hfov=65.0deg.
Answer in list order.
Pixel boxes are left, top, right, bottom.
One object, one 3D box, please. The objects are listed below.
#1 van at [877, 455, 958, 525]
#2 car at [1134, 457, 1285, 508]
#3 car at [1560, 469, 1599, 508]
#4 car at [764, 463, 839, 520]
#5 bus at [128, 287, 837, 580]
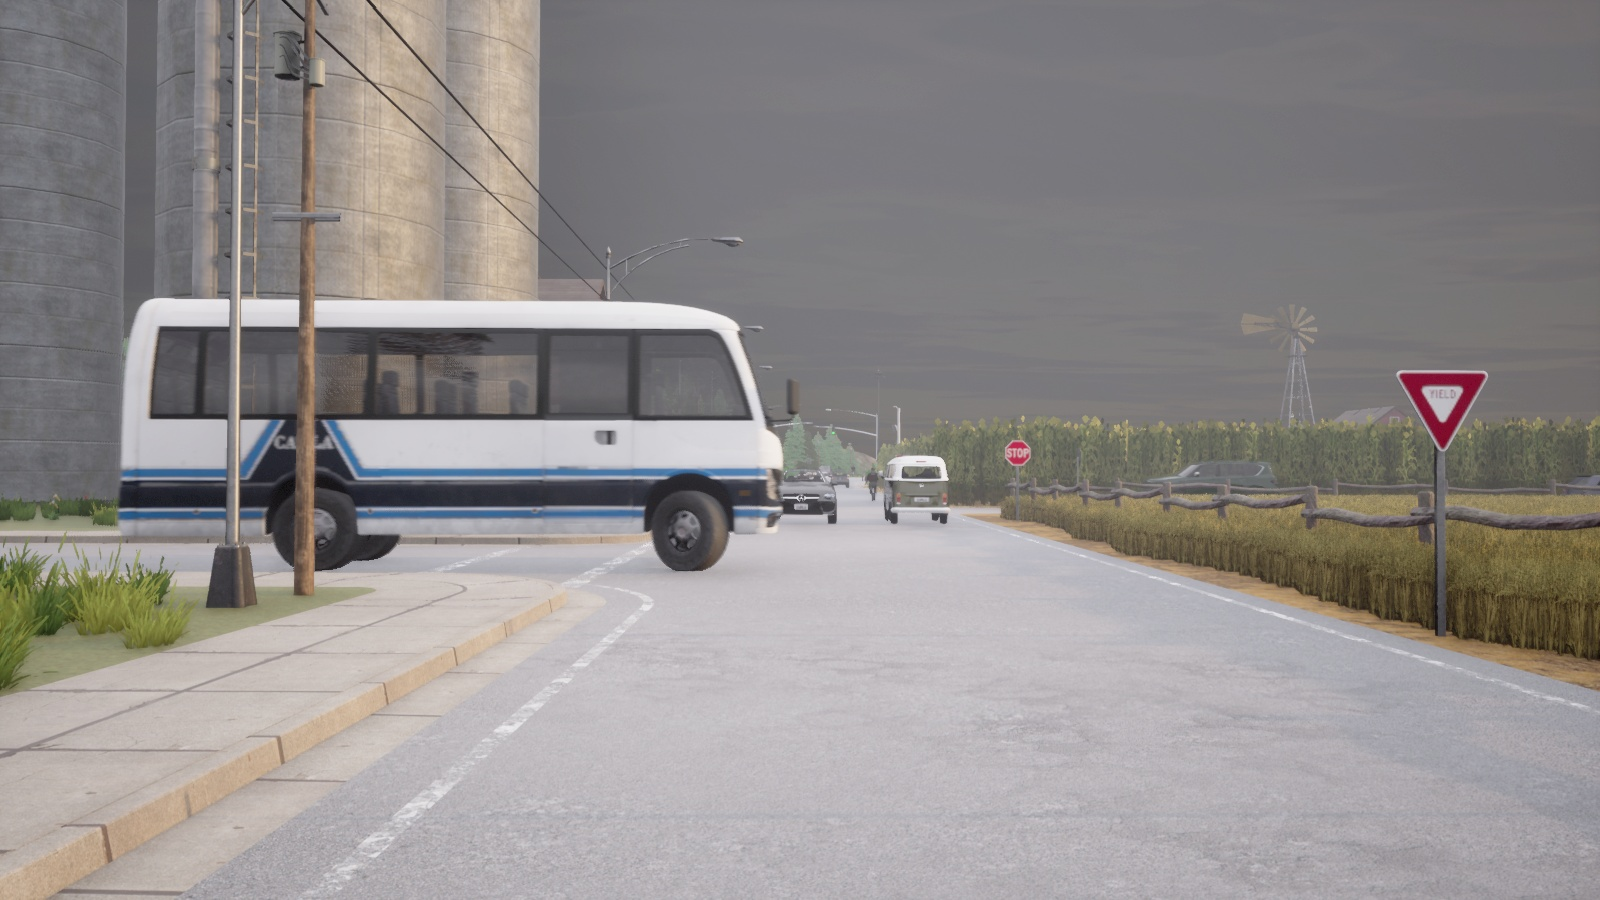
[{"bbox_3d":[3.566,1.176,38.876,2.069,2.038,4.480,0,-1,0],"label":"van"},{"bbox_3d":[16.929,1.336,52.148,5.566,2.045,2.150,0,-1,0],"label":"car"},{"bbox_3d":[32.010,1.485,48.973,3.633,1.501,1.845,0,-1,0],"label":"car"},{"bbox_3d":[0.100,1.245,39.100,2.152,1.651,5.027,0,-1,1],"label":"car"},{"bbox_3d":[-4.699,-0.201,20.476,10.273,4.253,3.944,0,-3,-3],"label":"bus"}]
